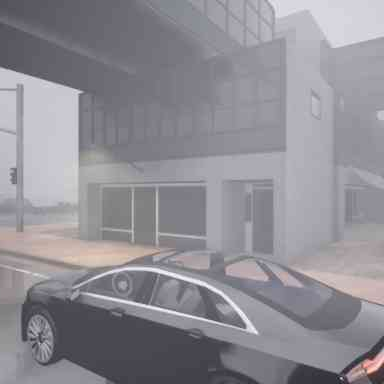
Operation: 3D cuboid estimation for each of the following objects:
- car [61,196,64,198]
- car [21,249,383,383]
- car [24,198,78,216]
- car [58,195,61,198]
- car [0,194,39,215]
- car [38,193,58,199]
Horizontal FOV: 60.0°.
[{"bbox_3d":[-12.586,1.473,39.671,1.882,1.535,5.008,0,0,37],"label":"car"},{"bbox_3d":[-0.235,1.491,4.160,4.902,1.511,2.128,0,0,35],"label":"car"},{"bbox_3d":[-13.426,1.596,32.665,1.895,1.301,4.718,0,0,36],"label":"car"},{"bbox_3d":[-28.886,1.354,71.739,3.905,1.438,1.784,0,0,35],"label":"car"},{"bbox_3d":[-17.924,1.347,32.439,2.097,1.767,4.553,0,0,36],"label":"car"},{"bbox_3d":[-30.613,1.143,69.412,4.605,1.855,1.932,0,0,35],"label":"car"}]
